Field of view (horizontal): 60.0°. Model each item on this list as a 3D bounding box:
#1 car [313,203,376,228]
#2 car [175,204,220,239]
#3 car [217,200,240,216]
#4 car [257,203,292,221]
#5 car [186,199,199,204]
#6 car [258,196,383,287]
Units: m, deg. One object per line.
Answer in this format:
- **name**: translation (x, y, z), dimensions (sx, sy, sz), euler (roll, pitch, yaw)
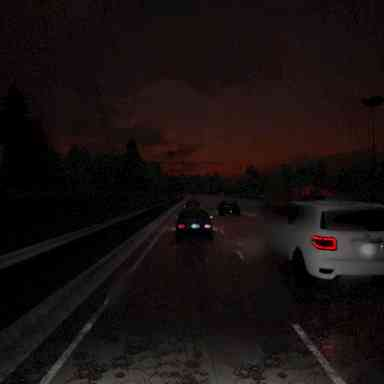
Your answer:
- **car**: translation (10.603, 1.608, 23.723), dimensions (2.033, 1.411, 5.357), euler (0, 0, 0)
- **car**: translation (0.102, 1.592, 17.410), dimensions (2.033, 1.411, 5.357), euler (0, 0, 0)
- **car**: translation (3.604, 1.577, 33.077), dimensions (2.128, 1.511, 4.902), euler (0, 0, 0)
- **car**: translation (7.105, 1.676, 29.186), dimensions (1.895, 1.301, 4.718), euler (0, 0, 0)
- **car**: translation (0.109, 1.696, 51.583), dimensions (1.994, 1.385, 4.181), euler (0, 0, 0)
- **car**: translation (3.602, 1.247, 9.518), dimensions (2.150, 2.045, 5.566), euler (0, 0, 0)
